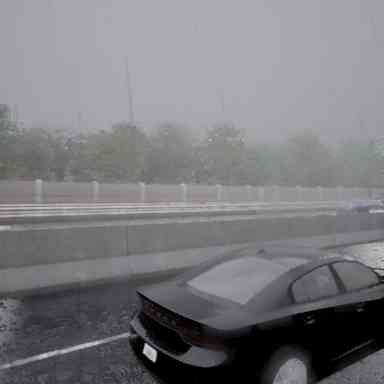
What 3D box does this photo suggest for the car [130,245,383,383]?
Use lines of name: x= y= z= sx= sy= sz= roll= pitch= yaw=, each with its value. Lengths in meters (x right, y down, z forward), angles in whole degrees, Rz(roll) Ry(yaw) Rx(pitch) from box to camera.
car: x=1.592 y=1.527 z=4.859 sx=5.008 sy=1.535 sz=1.882 roll=1 pitch=-1 yaw=-35

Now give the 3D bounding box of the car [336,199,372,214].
car: x=18.450 y=1.629 z=37.887 sx=4.553 sy=1.767 sz=2.097 roll=0 pitch=1 yaw=-34
